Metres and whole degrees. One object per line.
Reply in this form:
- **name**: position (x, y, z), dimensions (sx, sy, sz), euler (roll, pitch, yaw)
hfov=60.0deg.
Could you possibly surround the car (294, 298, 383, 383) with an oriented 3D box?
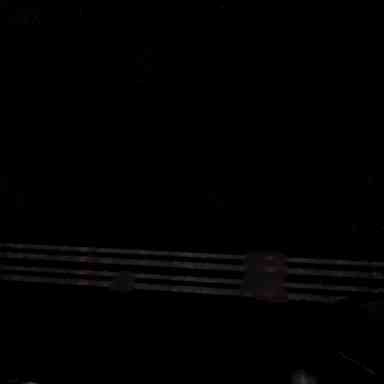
- **car**: position (3.805, 1.533, 2.779), dimensions (5.566, 2.045, 2.150), euler (2, -3, 7)
